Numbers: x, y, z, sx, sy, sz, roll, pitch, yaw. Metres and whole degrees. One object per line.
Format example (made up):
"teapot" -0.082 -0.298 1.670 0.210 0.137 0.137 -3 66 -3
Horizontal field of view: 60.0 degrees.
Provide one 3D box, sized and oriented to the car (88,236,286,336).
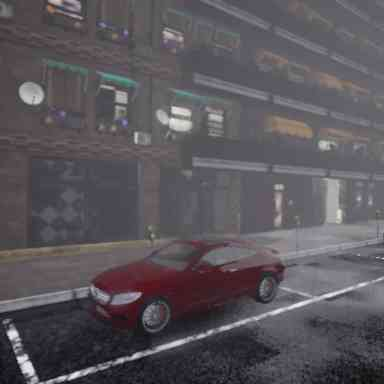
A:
"car" 0.119 1.579 6.630 4.206 1.307 1.802 0 1 -35
